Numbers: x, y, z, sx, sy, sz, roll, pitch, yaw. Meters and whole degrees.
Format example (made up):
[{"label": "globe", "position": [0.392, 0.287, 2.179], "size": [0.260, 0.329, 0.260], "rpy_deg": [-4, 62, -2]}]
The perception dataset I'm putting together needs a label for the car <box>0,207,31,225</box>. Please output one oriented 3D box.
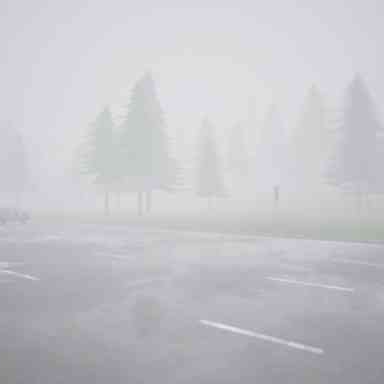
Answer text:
[{"label": "car", "position": [-15.685, 1.933, 27.950], "size": [5.357, 1.411, 2.033], "rpy_deg": [-1, -1, 36]}]
